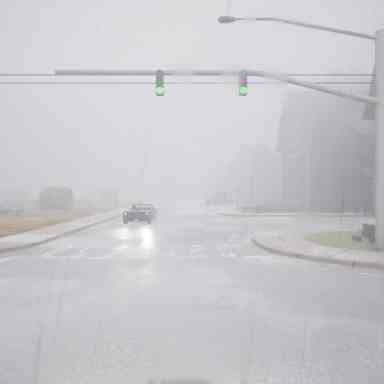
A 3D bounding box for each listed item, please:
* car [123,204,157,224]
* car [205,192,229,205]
[{"bbox_3d":[-3.686,1.521,24.065,1.895,1.301,4.718,0,0,0],"label":"car"},{"bbox_3d":[3.930,0.989,52.682,1.905,1.878,3.866,-8,4,-42],"label":"car"}]
